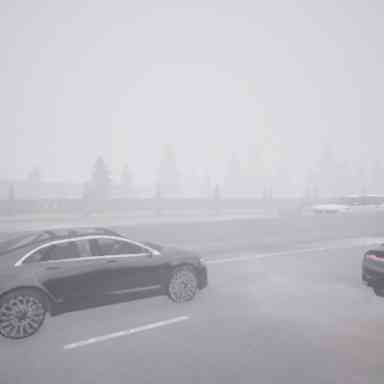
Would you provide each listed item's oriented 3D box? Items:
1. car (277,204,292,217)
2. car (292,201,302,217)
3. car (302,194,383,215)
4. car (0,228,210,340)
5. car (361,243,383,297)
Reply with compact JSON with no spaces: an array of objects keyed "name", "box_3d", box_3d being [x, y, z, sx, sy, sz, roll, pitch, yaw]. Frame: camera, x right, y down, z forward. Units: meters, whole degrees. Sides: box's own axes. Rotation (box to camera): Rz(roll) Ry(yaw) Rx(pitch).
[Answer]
[{"name":"car","box_3d":[9.317,1.505,28.298,4.181,1.385,1.994,0,0,-22]},{"name":"car","box_3d":[10.414,1.440,24.981,4.902,1.511,2.128,0,0,-22]},{"name":"car","box_3d":[10.070,1.175,21.123,5.566,2.045,2.150,0,0,-23]},{"name":"car","box_3d":[-1.892,1.459,6.492,4.902,1.511,2.128,0,0,-34]},{"name":"car","box_3d":[5.682,1.472,7.040,4.902,1.511,2.128,0,0,-30]}]
